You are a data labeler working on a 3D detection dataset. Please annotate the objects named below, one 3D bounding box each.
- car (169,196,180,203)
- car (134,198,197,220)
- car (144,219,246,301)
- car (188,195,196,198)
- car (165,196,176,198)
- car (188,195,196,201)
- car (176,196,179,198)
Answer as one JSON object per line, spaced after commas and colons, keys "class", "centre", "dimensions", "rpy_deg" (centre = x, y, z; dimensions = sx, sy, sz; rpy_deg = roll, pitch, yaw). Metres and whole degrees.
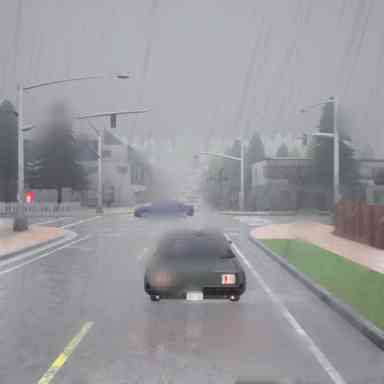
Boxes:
{"class": "car", "centre": [-3.524, 1.564, 67.518], "dimensions": [1.994, 1.385, 4.181], "rpy_deg": [0, 0, 0]}
{"class": "car", "centre": [-2.313, 1.476, 27.848], "dimensions": [5.008, 1.535, 1.882], "rpy_deg": [0, 0, -4]}
{"class": "car", "centre": [0.068, 1.601, 8.245], "dimensions": [1.895, 1.301, 4.718], "rpy_deg": [0, 0, 0]}
{"class": "car", "centre": [0.091, 1.600, 67.866], "dimensions": [1.895, 1.301, 4.718], "rpy_deg": [0, 0, 0]}
{"class": "car", "centre": [-3.595, 1.477, 44.121], "dimensions": [1.882, 1.535, 5.008], "rpy_deg": [0, 0, 0]}
{"class": "car", "centre": [-0.001, 1.478, 81.512], "dimensions": [1.882, 1.535, 5.008], "rpy_deg": [0, 0, 0]}
{"class": "car", "centre": [-3.590, 1.505, 54.082], "dimensions": [1.837, 1.490, 4.892], "rpy_deg": [0, 0, 0]}
